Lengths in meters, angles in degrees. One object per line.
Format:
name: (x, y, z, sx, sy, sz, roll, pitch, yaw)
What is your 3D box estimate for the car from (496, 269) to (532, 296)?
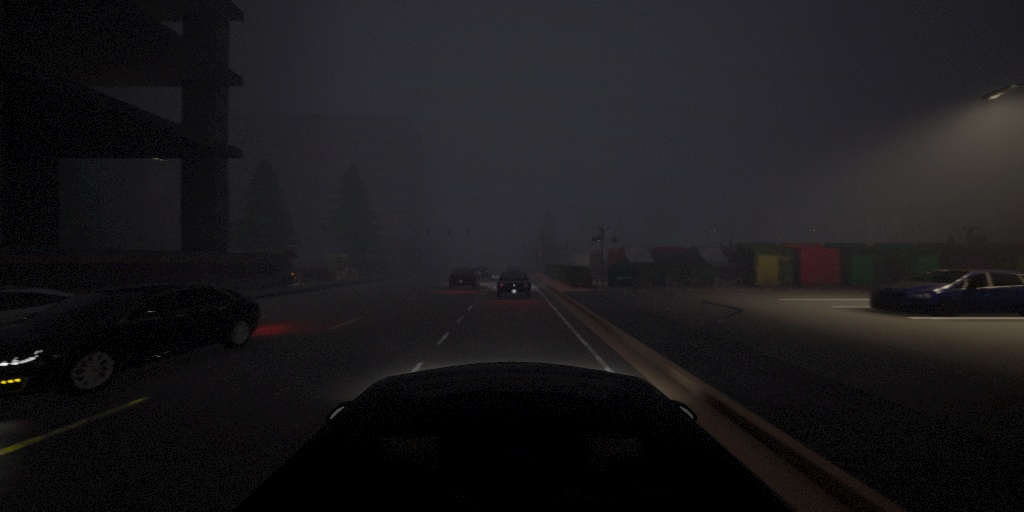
car: (0.107, 1.607, 21.158, 1.895, 1.301, 4.718, 0, -1, 0)

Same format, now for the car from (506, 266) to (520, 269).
car: (0.110, 1.788, 39.017, 2.033, 1.411, 5.357, 0, -1, 0)

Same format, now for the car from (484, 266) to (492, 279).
car: (-3.390, 1.824, 40.533, 1.994, 1.385, 4.181, 0, -1, 0)

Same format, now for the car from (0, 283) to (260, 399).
car: (-7.093, 1.321, 6.792, 1.837, 1.490, 4.892, 0, -1, 0)

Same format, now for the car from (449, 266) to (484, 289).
car: (-3.398, 1.551, 26.289, 1.882, 1.535, 5.008, 0, -1, 0)

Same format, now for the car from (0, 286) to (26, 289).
car: (-10.594, 1.343, 6.879, 1.812, 1.442, 4.674, 0, -1, 0)
